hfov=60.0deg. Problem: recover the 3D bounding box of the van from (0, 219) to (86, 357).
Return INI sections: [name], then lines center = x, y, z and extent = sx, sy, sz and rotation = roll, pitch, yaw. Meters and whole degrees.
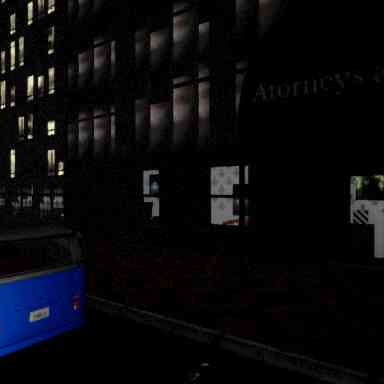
[van]
center = -3.466, 1.341, 5.365
extent = 3.998, 1.788, 1.690
rotation = 0, 0, 36
